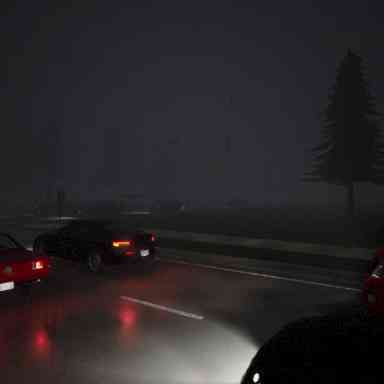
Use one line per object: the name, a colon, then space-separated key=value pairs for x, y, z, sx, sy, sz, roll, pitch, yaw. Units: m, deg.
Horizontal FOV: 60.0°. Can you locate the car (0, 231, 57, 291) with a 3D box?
car: x=-5.501 y=1.601 z=7.952 sx=4.718 sy=1.301 sz=1.895 roll=0 pitch=0 yaw=36

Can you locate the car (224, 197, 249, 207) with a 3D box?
car: x=7.145 y=1.548 z=52.506 sx=2.033 sy=1.411 sz=5.357 roll=0 pitch=0 yaw=37

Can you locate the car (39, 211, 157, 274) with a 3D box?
car: x=-3.166 y=1.526 z=10.581 sx=4.674 sy=1.442 sz=1.812 roll=0 pitch=0 yaw=36

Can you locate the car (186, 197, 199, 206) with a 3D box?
car: x=-0.660 y=1.526 z=53.728 sx=1.812 sy=1.442 sz=4.674 roll=0 pitch=0 yaw=37

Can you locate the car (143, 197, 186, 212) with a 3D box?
car: x=-3.139 y=1.526 z=38.645 sx=1.812 sy=1.442 sz=4.674 roll=0 pitch=0 yaw=37

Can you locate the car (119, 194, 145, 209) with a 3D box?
car: x=-8.365 y=1.221 z=43.379 sx=2.150 sy=2.045 sz=5.566 roll=0 pitch=0 yaw=37

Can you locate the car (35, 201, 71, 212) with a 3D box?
car: x=-14.177 y=1.601 z=35.537 sx=1.895 sy=1.301 sz=4.718 roll=0 pitch=0 yaw=37

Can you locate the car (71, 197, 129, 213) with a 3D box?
car: x=-8.554 y=1.526 z=31.336 sx=1.812 sy=1.442 sz=4.674 roll=0 pitch=0 yaw=36

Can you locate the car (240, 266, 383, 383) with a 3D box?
car: x=2.401 y=1.564 z=2.261 sx=4.181 sy=1.385 sz=1.994 roll=0 pitch=0 yaw=36

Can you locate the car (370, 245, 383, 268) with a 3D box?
car: x=5.405 y=1.222 z=4.401 sx=5.566 sy=2.045 sz=2.150 roll=0 pitch=0 yaw=36
